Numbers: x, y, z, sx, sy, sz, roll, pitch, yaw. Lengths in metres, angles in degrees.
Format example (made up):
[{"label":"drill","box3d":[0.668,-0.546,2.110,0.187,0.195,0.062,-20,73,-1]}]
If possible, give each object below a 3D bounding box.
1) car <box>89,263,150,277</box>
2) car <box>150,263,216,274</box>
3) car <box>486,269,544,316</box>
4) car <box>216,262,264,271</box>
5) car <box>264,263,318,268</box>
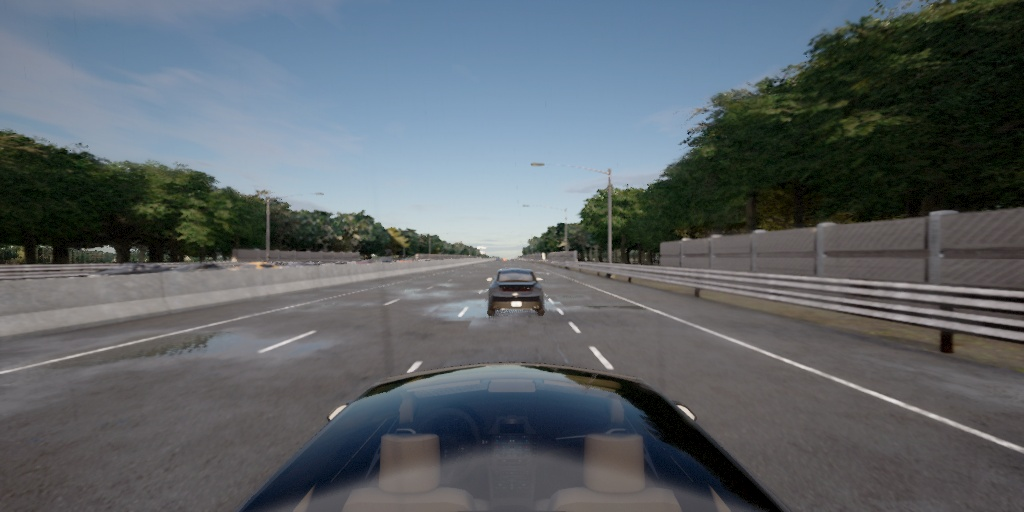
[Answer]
[{"label":"car","box3d":[-28.093,1.292,26.575,2.128,1.511,4.902,0,0,0]},{"label":"car","box3d":[-24.592,1.311,27.903,1.837,1.490,4.892,0,0,0]},{"label":"car","box3d":[0.108,1.221,13.464,1.837,1.490,4.892,0,0,-1]},{"label":"car","box3d":[-21.089,1.289,29.418,1.882,1.535,5.008,0,0,0]},{"label":"car","box3d":[-17.589,1.304,29.657,2.128,1.511,4.902,0,0,0]}]
